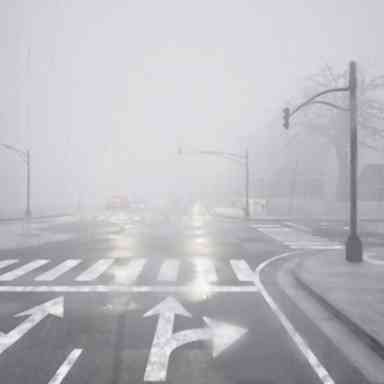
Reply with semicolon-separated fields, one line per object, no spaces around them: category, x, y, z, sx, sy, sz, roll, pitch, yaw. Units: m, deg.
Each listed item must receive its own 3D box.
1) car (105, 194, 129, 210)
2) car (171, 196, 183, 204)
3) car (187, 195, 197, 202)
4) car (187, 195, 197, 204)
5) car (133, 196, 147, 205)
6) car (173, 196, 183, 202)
car;-9.839;1.321;44.388;2.150;2.045;5.566;0;0;1
car;-3.269;1.752;67.978;1.895;1.301;4.718;0;0;0
car;-0.022;1.543;77.954;2.128;1.511;4.902;0;0;0
car;-0.019;1.678;67.949;1.812;1.442;4.674;0;0;0
car;-9.771;1.493;62.401;2.097;1.767;4.553;0;0;0
car;-3.272;1.570;77.953;1.994;1.385;4.181;0;0;0
